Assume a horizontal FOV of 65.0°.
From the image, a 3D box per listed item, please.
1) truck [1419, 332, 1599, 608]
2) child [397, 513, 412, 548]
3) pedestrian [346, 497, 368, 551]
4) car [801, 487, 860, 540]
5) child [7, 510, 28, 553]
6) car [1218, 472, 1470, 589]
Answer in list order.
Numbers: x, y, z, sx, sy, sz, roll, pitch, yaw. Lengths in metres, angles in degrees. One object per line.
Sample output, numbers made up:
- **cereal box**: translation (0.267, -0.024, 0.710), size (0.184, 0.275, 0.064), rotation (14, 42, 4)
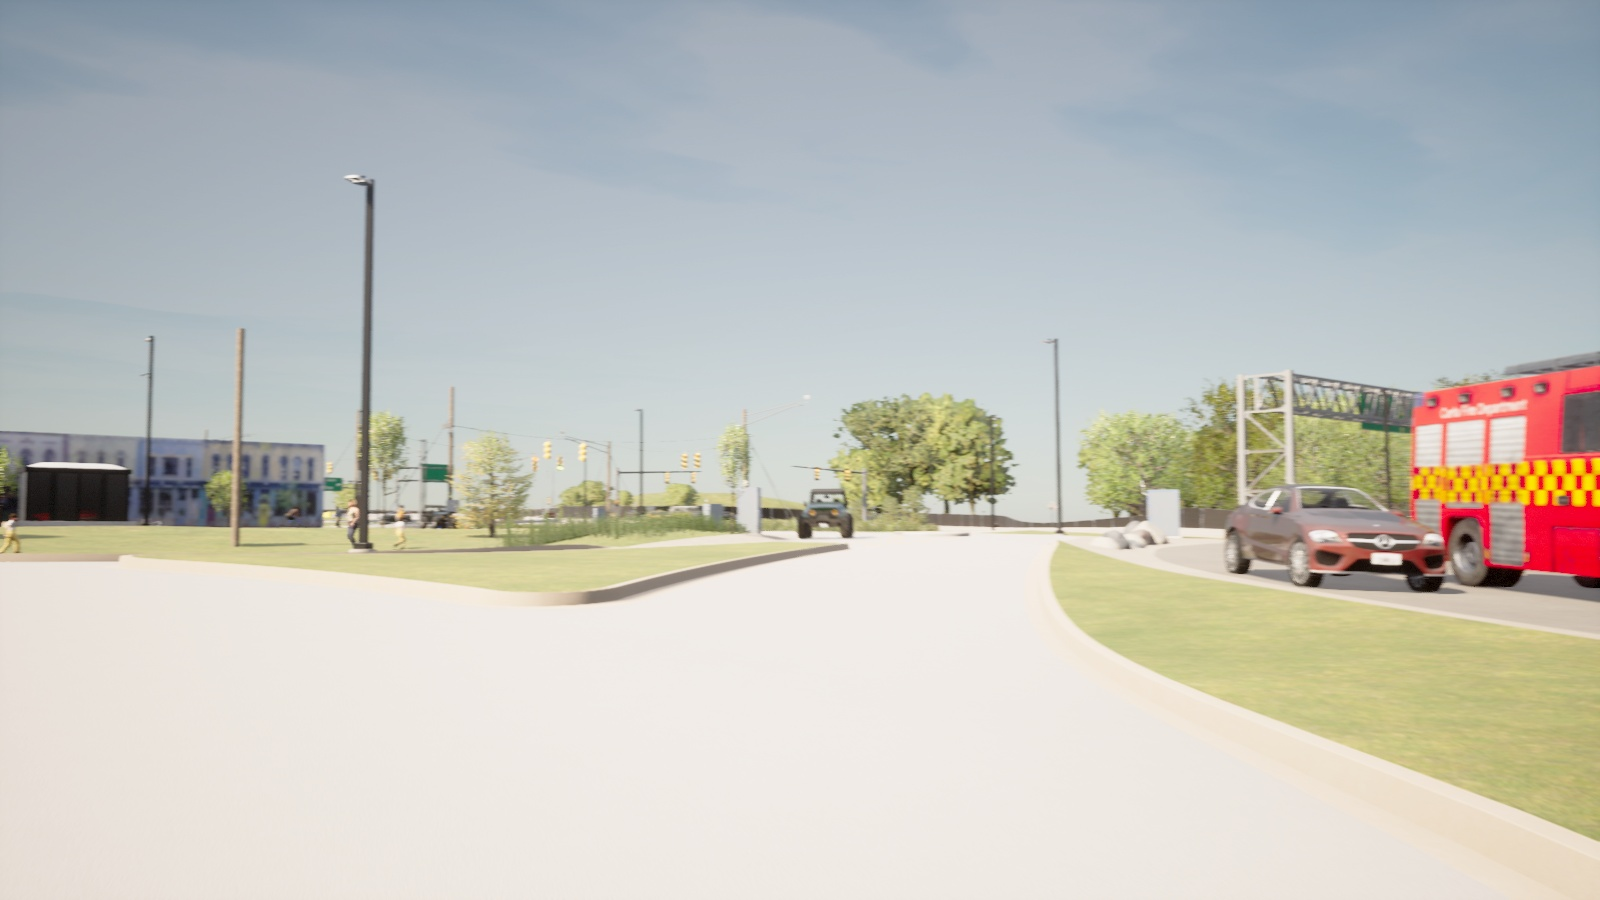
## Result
- **truck**: translation (12.557, 0.314, 18.115), size (2.891, 3.827, 8.468), rotation (1, -2, -1)
- **child**: translation (-14.404, 2.930, 45.716), size (0.270, 1.263, 0.437), rotation (-4, -6, 41)
- **pedestrian**: translation (-15.257, 2.565, 43.247), size (0.594, 1.836, 0.345), rotation (4, -6, -42)
- **car**: translation (1.177, 2.351, 46.689), size (1.905, 1.878, 3.866), rotation (-1, -3, 5)
- **child**: translation (-23.334, 2.427, 37.443), size (0.437, 1.263, 0.270), rotation (4, -6, -44)
- **car**: translation (8.905, 1.268, 21.124), size (2.152, 1.651, 5.027), rotation (2, -2, 2)
